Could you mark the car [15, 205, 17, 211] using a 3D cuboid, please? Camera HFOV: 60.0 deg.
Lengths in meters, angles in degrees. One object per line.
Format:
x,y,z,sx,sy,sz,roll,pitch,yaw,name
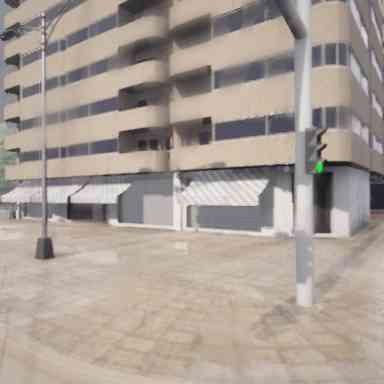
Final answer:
-21.751,1.993,45.134,1.994,1.385,4.181,-1,0,21,car
